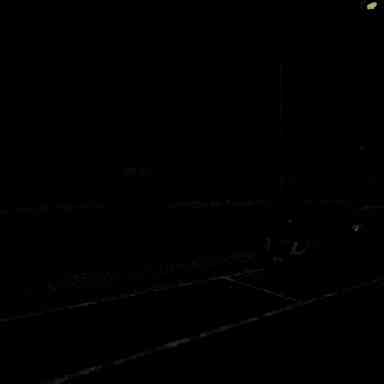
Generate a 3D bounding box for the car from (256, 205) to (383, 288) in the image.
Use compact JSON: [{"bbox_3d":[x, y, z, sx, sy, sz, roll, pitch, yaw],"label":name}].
[{"bbox_3d":[4.103,1.312,9.466,5.009,1.841,2.192,0,0,-36],"label":"car"}]
